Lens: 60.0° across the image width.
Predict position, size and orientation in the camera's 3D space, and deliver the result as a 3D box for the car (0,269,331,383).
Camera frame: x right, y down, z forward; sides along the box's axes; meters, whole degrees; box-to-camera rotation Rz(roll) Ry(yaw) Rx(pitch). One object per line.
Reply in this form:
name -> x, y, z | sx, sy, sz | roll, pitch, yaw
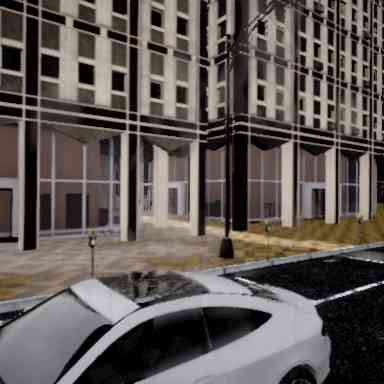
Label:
car -> -0.635, 1.537, 2.943 | 4.674, 1.442, 1.812 | 1, 0, -35
